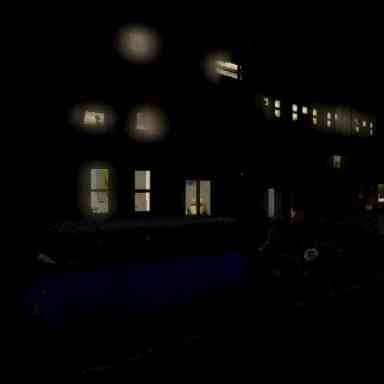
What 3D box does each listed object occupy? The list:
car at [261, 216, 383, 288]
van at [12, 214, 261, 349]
[{"bbox_3d":[3.660,1.439,9.173,4.097,1.590,1.967,0,0,-35],"label":"car"},{"bbox_3d":[-0.837,1.340,5.966,3.998,1.788,1.690,0,0,-35],"label":"van"}]
